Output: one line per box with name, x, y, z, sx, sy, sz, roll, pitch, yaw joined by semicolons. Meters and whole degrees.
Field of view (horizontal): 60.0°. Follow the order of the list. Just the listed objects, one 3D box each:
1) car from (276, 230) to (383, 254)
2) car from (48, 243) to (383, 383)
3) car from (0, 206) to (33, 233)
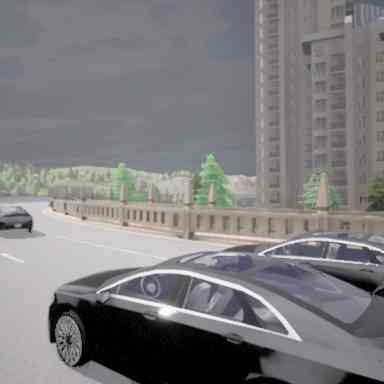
car;2.583;1.526;6.624;4.902;1.511;2.128;0;0;37
car;0.131;1.511;4.099;4.902;1.511;2.128;0;0;37
car;-10.628;1.546;19.138;2.128;1.511;4.902;0;0;-41
